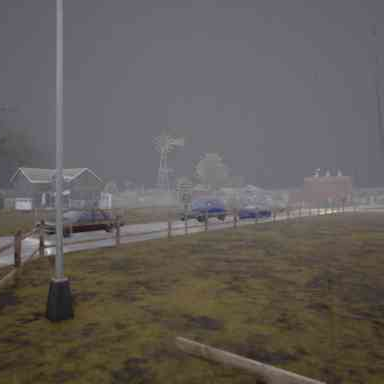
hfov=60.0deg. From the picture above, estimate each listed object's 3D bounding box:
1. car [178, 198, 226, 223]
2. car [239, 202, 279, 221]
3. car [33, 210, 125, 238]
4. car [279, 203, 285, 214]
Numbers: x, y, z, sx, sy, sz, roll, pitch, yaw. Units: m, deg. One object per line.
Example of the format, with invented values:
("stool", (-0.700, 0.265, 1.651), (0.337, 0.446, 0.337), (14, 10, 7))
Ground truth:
("car", (1.055, 1.594, 30.107), (2.150, 2.045, 5.566), (0, -1, 35))
("car", (6.408, 1.940, 32.556), (1.882, 1.535, 5.008), (0, -1, 35))
("car", (-6.398, 1.748, 19.569), (2.033, 1.411, 5.357), (0, 0, 34))
("car", (10.708, 2.143, 43.621), (1.837, 1.490, 4.892), (0, -1, 36))
